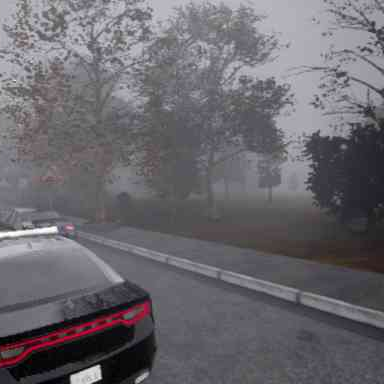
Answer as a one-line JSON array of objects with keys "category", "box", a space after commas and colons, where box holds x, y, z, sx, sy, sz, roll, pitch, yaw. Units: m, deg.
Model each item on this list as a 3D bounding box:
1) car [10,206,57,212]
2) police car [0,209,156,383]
[{"category": "car", "box": [-6.080, 1.251, 12.556, 2.033, 1.411, 5.357, -4, 3, -39]}, {"category": "police car", "box": [-2.523, 1.314, 4.751, 1.930, 1.638, 5.238, -4, 3, -39]}]
